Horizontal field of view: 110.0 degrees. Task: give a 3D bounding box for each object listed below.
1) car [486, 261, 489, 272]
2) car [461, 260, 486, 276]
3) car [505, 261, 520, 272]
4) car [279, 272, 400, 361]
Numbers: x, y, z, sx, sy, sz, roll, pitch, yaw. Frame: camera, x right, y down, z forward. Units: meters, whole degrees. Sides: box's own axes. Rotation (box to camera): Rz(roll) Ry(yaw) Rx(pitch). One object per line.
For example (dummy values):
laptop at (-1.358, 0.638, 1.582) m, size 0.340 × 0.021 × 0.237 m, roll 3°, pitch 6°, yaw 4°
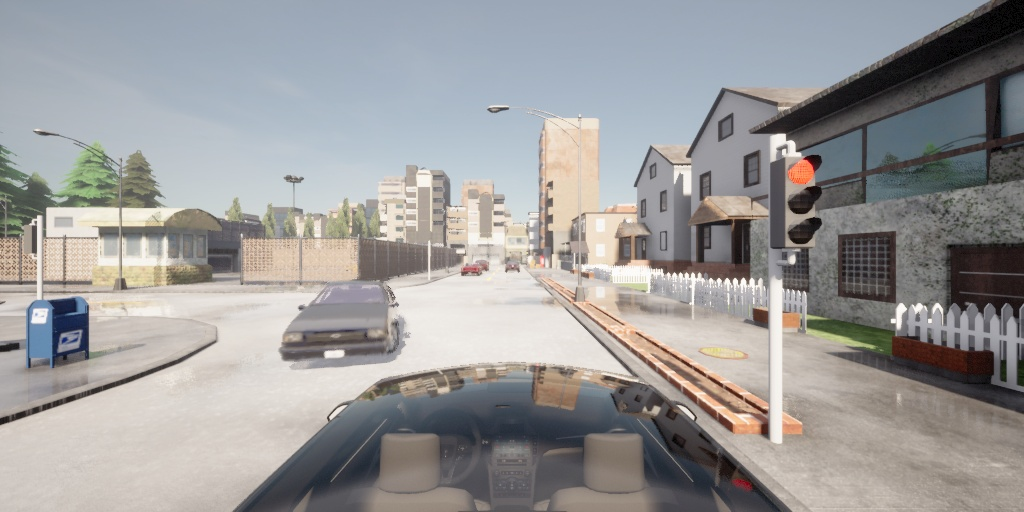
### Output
car at (-4.112, 1.227, 47.681) m, size 1.882 × 1.535 × 5.008 m, roll 0°, pitch 0°, yaw 0°
car at (-4.121, 1.351, 37.175) m, size 1.895 × 1.301 × 4.718 m, roll 0°, pitch 0°, yaw 0°
car at (0.071, 1.297, 46.663) m, size 2.033 × 1.411 × 5.357 m, roll 0°, pitch 0°, yaw 0°
car at (-3.751, 1.297, 8.714) m, size 2.033 × 1.411 × 5.357 m, roll 0°, pitch 0°, yaw -16°
